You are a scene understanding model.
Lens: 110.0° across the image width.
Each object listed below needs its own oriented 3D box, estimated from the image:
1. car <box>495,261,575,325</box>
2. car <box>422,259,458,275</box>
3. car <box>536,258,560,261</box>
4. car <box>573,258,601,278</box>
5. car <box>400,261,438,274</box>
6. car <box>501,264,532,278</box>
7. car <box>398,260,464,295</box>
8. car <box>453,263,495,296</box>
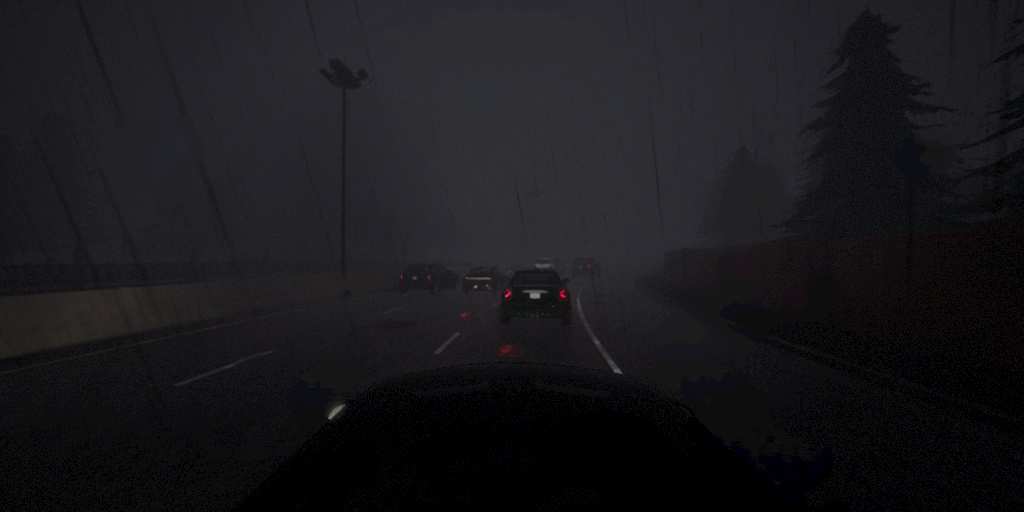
[{"bbox_3d":[0.898,1.167,12.341,2.097,1.767,4.553,0,0,6],"label":"car"},{"bbox_3d":[-8.699,1.311,43.578,2.097,1.767,4.553,0,0,24],"label":"car"},{"bbox_3d":[3.976,1.193,37.369,2.150,2.045,5.566,0,0,23],"label":"car"},{"bbox_3d":[7.785,1.207,37.359,2.150,2.045,5.566,0,0,24],"label":"car"},{"bbox_3d":[-11.696,1.452,45.503,2.128,1.511,4.902,0,0,24],"label":"car"},{"bbox_3d":[0.554,1.527,38.099,1.994,1.385,4.181,0,0,22],"label":"car"},{"bbox_3d":[-4.719,1.196,21.017,2.097,1.767,4.553,0,0,11],"label":"car"},{"bbox_3d":[-1.322,1.345,20.300,2.128,1.511,4.902,0,0,12],"label":"car"}]
